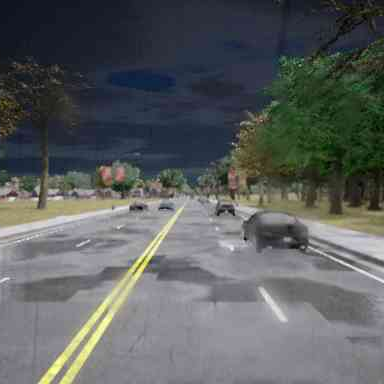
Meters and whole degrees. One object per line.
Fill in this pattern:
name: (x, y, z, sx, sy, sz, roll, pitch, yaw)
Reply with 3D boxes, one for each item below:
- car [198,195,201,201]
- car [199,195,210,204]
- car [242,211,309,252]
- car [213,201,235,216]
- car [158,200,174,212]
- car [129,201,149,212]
car: (3.244, 2.109, 89.757, 1.801, 1.575, 5.366, 0, -1, 0)
car: (3.245, 2.087, 78.565, 2.033, 1.411, 5.357, 0, -1, 0)
car: (3.349, 1.533, 14.148, 1.882, 1.535, 5.008, 0, 0, 0)
car: (3.348, 1.682, 34.750, 1.837, 1.490, 4.892, 0, 0, 0)
car: (-3.342, 1.785, 43.706, 2.033, 1.411, 5.357, 0, 0, 0)
car: (-6.593, 1.823, 41.441, 1.895, 1.301, 4.718, 0, 0, 0)
